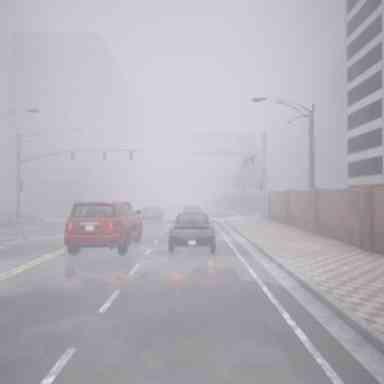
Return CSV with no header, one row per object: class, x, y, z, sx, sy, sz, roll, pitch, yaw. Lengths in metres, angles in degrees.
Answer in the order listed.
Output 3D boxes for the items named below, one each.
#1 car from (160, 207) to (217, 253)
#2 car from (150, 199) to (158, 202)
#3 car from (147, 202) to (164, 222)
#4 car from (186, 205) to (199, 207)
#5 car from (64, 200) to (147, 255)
car,0.010,1.629,14.290,2.128,1.511,4.902,0,0,0
car,-10.455,2.466,92.083,1.895,1.301,4.718,0,-1,0
car,-3.526,1.842,29.288,1.994,1.385,4.181,0,0,-1
car,0.061,1.843,29.284,1.994,1.385,4.181,0,0,2
car,-3.492,1.350,14.033,2.150,2.045,5.566,0,0,0
